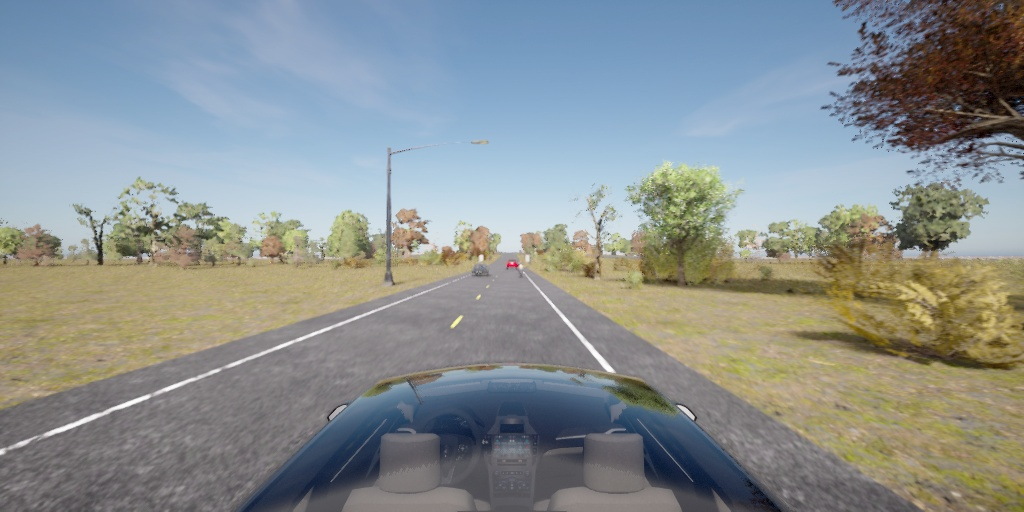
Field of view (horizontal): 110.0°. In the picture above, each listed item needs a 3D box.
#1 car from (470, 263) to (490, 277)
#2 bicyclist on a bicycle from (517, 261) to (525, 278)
[{"bbox_3d":[-3.578,1.603,41.170,1.837,1.490,4.892,0,-1,0],"label":"car"},{"bbox_3d":[0.968,1.506,37.907,0.866,1.612,1.509,0,-1,0],"label":"bicyclist on a bicycle"}]
